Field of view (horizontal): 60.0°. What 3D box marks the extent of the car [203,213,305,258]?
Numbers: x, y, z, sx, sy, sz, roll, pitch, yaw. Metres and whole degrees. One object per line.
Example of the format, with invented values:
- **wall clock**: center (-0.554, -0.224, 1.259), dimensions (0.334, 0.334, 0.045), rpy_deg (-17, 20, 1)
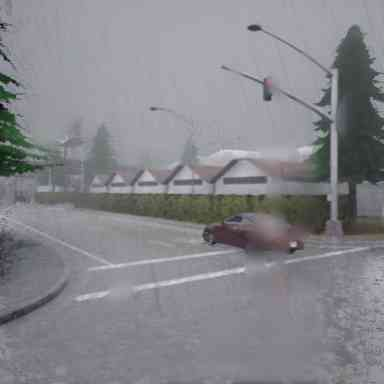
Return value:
- **car**: center (2.216, 1.539, 12.904), dimensions (1.812, 1.442, 4.674), rpy_deg (1, 0, -28)
